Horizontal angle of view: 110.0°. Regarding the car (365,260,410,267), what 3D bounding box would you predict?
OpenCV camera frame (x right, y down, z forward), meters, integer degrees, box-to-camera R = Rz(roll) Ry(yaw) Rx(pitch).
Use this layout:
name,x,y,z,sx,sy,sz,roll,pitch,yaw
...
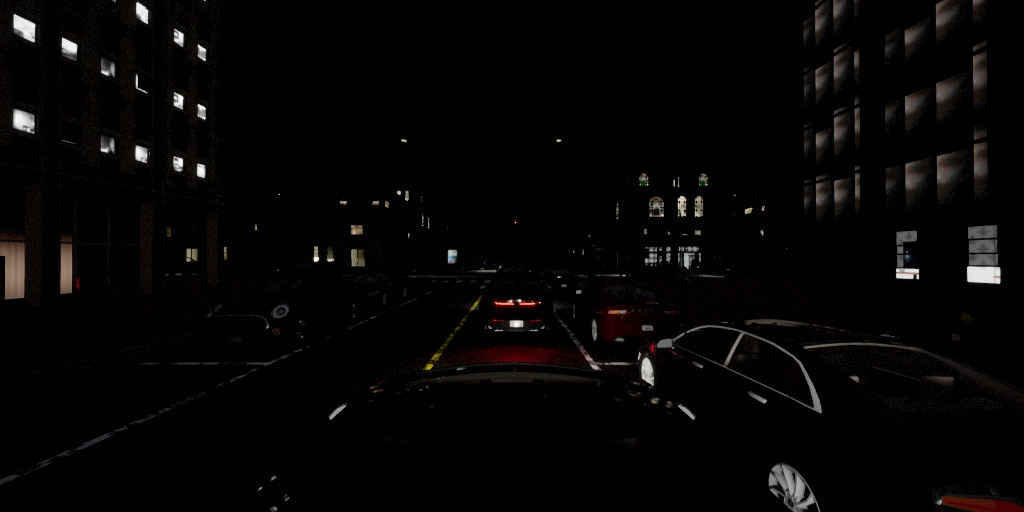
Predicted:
name,x,y,z,sx,sy,sz,roll,pitch,yaw
car,-11.951,1.193,35.241,4.902,1.511,2.128,0,0,4

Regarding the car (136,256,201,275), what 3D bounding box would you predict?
name,x,y,z,sx,sy,sz,roll,pitch,yaw
car,-30.953,0.917,33.215,5.009,1.841,2.192,0,0,1

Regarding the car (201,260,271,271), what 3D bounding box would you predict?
name,x,y,z,sx,sy,sz,roll,pitch,yaw
car,-25.417,1.177,33.130,4.403,1.370,2.007,0,0,1

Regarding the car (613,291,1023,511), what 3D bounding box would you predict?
name,x,y,z,sx,sy,sz,roll,pitch,yaw
car,2.691,1.301,3.653,2.007,1.370,4.403,0,0,0

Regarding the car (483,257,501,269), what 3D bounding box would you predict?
name,x,y,z,sx,sy,sz,roll,pitch,yaw
car,-3.087,1.234,53.804,1.882,1.535,5.008,0,0,1

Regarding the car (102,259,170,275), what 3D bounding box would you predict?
name,x,y,z,sx,sy,sz,roll,pitch,yaw
car,-37.584,1.096,35.920,4.892,1.490,1.837,0,0,1

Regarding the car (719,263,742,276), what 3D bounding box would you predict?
name,x,y,z,sx,sy,sz,roll,pitch,yaw
car,24.624,1.413,38.160,4.674,1.442,1.812,0,0,1

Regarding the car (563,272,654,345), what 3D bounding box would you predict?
name,x,y,z,sx,sy,sz,roll,pitch,yaw
car,2.690,1.296,9.345,1.888,1.381,4.507,0,0,0

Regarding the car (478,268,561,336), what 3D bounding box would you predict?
name,x,y,z,sx,sy,sz,roll,pitch,yaw
car,0.100,1.255,10.363,1.837,1.490,4.892,0,0,0

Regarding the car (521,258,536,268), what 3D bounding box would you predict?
name,x,y,z,sx,sy,sz,roll,pitch,yaw
car,2.687,1.322,53.119,1.948,1.339,4.313,0,0,0

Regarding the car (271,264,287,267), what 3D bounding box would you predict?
name,x,y,z,sx,sy,sz,roll,pitch,yaw
car,-25.774,1.132,35.731,4.902,1.511,2.128,0,0,1

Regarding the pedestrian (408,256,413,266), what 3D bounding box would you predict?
name,x,y,z,sx,sy,sz,roll,pitch,yaw
pedestrian,-12.554,0.885,44.265,0.375,1.860,0.375,0,-1,1

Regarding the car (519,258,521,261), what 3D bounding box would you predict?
name,x,y,z,sx,sy,sz,roll,pitch,yaw
car,2.687,1.340,64.161,1.802,1.307,4.207,0,0,0

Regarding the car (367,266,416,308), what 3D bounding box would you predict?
name,x,y,z,sx,sy,sz,roll,pitch,yaw
car,-5.691,1.302,15.053,2.007,1.370,4.403,0,0,0

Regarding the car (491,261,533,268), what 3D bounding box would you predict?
name,x,y,z,sx,sy,sz,roll,pitch,yaw
car,0.095,1.230,20.552,1.882,1.535,5.008,0,0,2

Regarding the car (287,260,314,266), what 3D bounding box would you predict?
name,x,y,z,sx,sy,sz,roll,pitch,yaw
car,-25.456,1.197,41.512,4.829,1.417,1.751,0,0,1

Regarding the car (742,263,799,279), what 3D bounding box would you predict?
name,x,y,z,sx,sy,sz,roll,pitch,yaw
car,23.641,1.433,32.343,4.207,1.307,1.802,0,0,1

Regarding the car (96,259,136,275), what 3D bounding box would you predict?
name,x,y,z,sx,sy,sz,roll,pitch,yaw
car,-36.490,1.130,33.300,4.403,1.370,2.007,0,0,1

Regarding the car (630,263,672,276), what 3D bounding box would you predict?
name,x,y,z,sx,sy,sz,roll,pitch,yaw
car,14.809,1.403,38.306,4.181,1.385,1.994,0,0,1

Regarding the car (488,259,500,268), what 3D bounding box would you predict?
name,x,y,z,sx,sy,sz,roll,pitch,yaw
car,-3.069,1.263,63.214,1.837,1.490,4.892,0,0,0

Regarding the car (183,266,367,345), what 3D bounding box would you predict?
name,x,y,z,sx,sy,sz,roll,pitch,yaw
car,-5.690,1.190,9.361,1.967,1.591,4.097,0,0,0

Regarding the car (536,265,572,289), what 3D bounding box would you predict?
name,x,y,z,sx,sy,sz,roll,pitch,yaw
car,2.690,1.302,20.729,2.007,1.370,4.403,0,0,0

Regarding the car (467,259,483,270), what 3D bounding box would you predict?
name,x,y,z,sx,sy,sz,roll,pitch,yaw
car,-5.693,1.338,53.132,1.802,1.307,4.207,0,0,0
